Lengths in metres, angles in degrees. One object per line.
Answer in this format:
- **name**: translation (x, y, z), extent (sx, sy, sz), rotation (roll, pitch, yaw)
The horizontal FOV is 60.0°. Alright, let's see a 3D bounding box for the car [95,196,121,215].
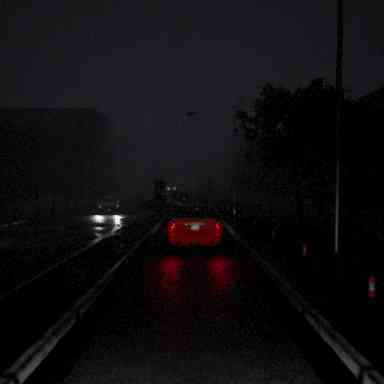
- **car**: translation (-7.444, 1.084, 28.996), extent (1.812, 1.442, 4.674), rotation (-1, 2, -19)

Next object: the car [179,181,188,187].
- **car**: translation (-2.229, -1.756, 82.337), extent (1.882, 1.535, 5.008), rotation (0, 3, 0)

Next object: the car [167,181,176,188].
- **car**: translation (-5.233, -1.959, 86.335), extent (2.097, 1.767, 4.553), rotation (0, 3, 0)

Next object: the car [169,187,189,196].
- **car**: translation (-1.516, 0.466, 44.025), extent (1.837, 1.490, 4.892), rotation (-2, 3, -12)

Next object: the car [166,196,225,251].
- **car**: translation (0.120, 1.230, 13.680), extent (2.097, 1.767, 4.553), rotation (0, 0, 0)

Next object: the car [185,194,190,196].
- **car**: translation (0.511, 1.203, 26.310), extent (2.033, 1.411, 5.357), rotation (0, 2, 4)
